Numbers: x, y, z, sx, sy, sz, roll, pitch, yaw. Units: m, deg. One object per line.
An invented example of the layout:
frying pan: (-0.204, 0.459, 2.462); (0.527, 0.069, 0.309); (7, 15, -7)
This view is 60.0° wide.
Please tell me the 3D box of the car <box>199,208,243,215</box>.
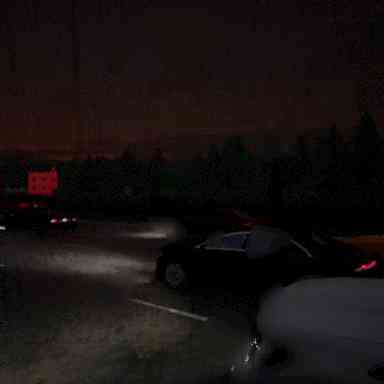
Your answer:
car: (1.210, 1.510, 16.011); (4.674, 1.442, 1.812); (0, 0, 35)

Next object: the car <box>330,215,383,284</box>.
car: (6.245, 1.479, 8.137); (5.008, 1.535, 1.882); (0, 0, 36)

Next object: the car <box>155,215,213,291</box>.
car: (1.363, 1.486, 7.321); (4.902, 1.511, 2.128); (0, 0, 36)

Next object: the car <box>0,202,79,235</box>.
car: (-8.673, 1.513, 18.779); (5.357, 1.411, 2.033); (0, 0, 36)

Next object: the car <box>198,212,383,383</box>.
car: (2.963, 1.220, 1.878); (5.566, 2.045, 2.150); (-1, 0, 36)

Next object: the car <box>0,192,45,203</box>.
car: (-14.052, 1.169, 26.918); (5.566, 2.045, 2.150); (0, 0, 36)
